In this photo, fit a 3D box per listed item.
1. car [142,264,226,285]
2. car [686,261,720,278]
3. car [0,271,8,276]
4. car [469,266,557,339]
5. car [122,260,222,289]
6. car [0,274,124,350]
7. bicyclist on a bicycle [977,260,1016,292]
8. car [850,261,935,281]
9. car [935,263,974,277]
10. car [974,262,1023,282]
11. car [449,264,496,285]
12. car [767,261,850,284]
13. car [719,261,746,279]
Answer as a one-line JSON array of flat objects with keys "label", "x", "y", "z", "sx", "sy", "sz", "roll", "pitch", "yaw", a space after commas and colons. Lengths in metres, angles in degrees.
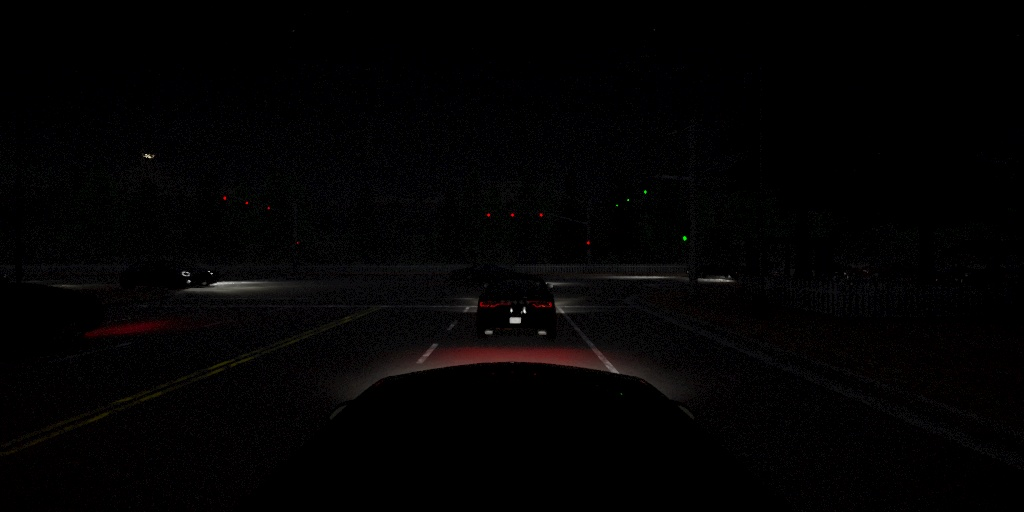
[{"label": "car", "x": -23.272, "y": 1.256, "z": 25.541, "sx": 4.181, "sy": 1.385, "sz": 1.994, "roll": 0, "pitch": 0, "yaw": 0}, {"label": "car", "x": 18.417, "y": 1.183, "z": 32.487, "sx": 4.902, "sy": 1.511, "sz": 2.128, "roll": 0, "pitch": 0, "yaw": 1}, {"label": "car", "x": -34.270, "y": 1.170, "z": 22.046, "sx": 5.008, "sy": 1.535, "sz": 1.882, "roll": 0, "pitch": 0, "yaw": -1}, {"label": "car", "x": 0.173, "y": 1.227, "z": 10.149, "sx": 1.882, "sy": 1.535, "sz": 5.008, "roll": 0, "pitch": 0, "yaw": 2}, {"label": "car", "x": -20.823, "y": 1.043, "z": 21.801, "sx": 4.553, "sy": 1.767, "sz": 2.097, "roll": 0, "pitch": 0, "yaw": 4}, {"label": "car", "x": -10.549, "y": 1.254, "z": 6.376, "sx": 1.837, "sy": 1.490, "sz": 4.892, "roll": 0, "pitch": 0, "yaw": 1}, {"label": "bicyclist on a bicycle", "x": 22.821, "y": 0.993, "z": 17.011, "sx": 0.582, "sy": 1.620, "sz": 1.656, "roll": 0, "pitch": 0, "yaw": 0}, {"label": "car", "x": 29.988, "y": 1.169, "z": 28.739, "sx": 5.008, "sy": 1.535, "sz": 1.882, "roll": 0, "pitch": 0, "yaw": 3}, {"label": "car", "x": 37.672, "y": 1.292, "z": 31.591, "sx": 4.718, "sy": 1.301, "sz": 1.895, "roll": 0, "pitch": 0, "yaw": 9}, {"label": "car", "x": 39.925, "y": 1.169, "z": 27.570, "sx": 5.008, "sy": 1.535, "sz": 1.882, "roll": 0, "pitch": 0, "yaw": 14}, {"label": "car", "x": -1.725, "y": 1.264, "z": 25.428, "sx": 5.357, "sy": 1.411, "sz": 2.033, "roll": 0, "pitch": 0, "yaw": 0}, {"label": "car", "x": 20.479, "y": 1.217, "z": 25.308, "sx": 4.674, "sy": 1.442, "sz": 1.812, "roll": 0, "pitch": 0, "yaw": 0}, {"label": "car", "x": 20.235, "y": 1.239, "z": 29.010, "sx": 5.357, "sy": 1.411, "sz": 2.033, "roll": 0, "pitch": 0, "yaw": -1}]
